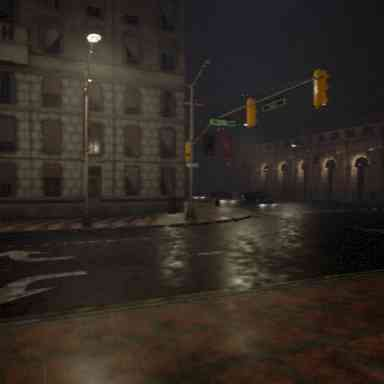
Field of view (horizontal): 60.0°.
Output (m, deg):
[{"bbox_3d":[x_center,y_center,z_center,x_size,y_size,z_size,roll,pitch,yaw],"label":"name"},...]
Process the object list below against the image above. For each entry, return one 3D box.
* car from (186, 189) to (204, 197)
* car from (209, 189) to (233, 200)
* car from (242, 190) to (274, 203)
[{"bbox_3d":[0.517,0.099,57.701,1.994,1.385,4.181,0,2,-22],"label":"car"},{"bbox_3d":[4.198,0.266,48.521,1.882,1.535,5.008,0,2,-22],"label":"car"},{"bbox_3d":[7.823,0.537,39.753,1.837,1.490,4.892,0,2,-23],"label":"car"}]
